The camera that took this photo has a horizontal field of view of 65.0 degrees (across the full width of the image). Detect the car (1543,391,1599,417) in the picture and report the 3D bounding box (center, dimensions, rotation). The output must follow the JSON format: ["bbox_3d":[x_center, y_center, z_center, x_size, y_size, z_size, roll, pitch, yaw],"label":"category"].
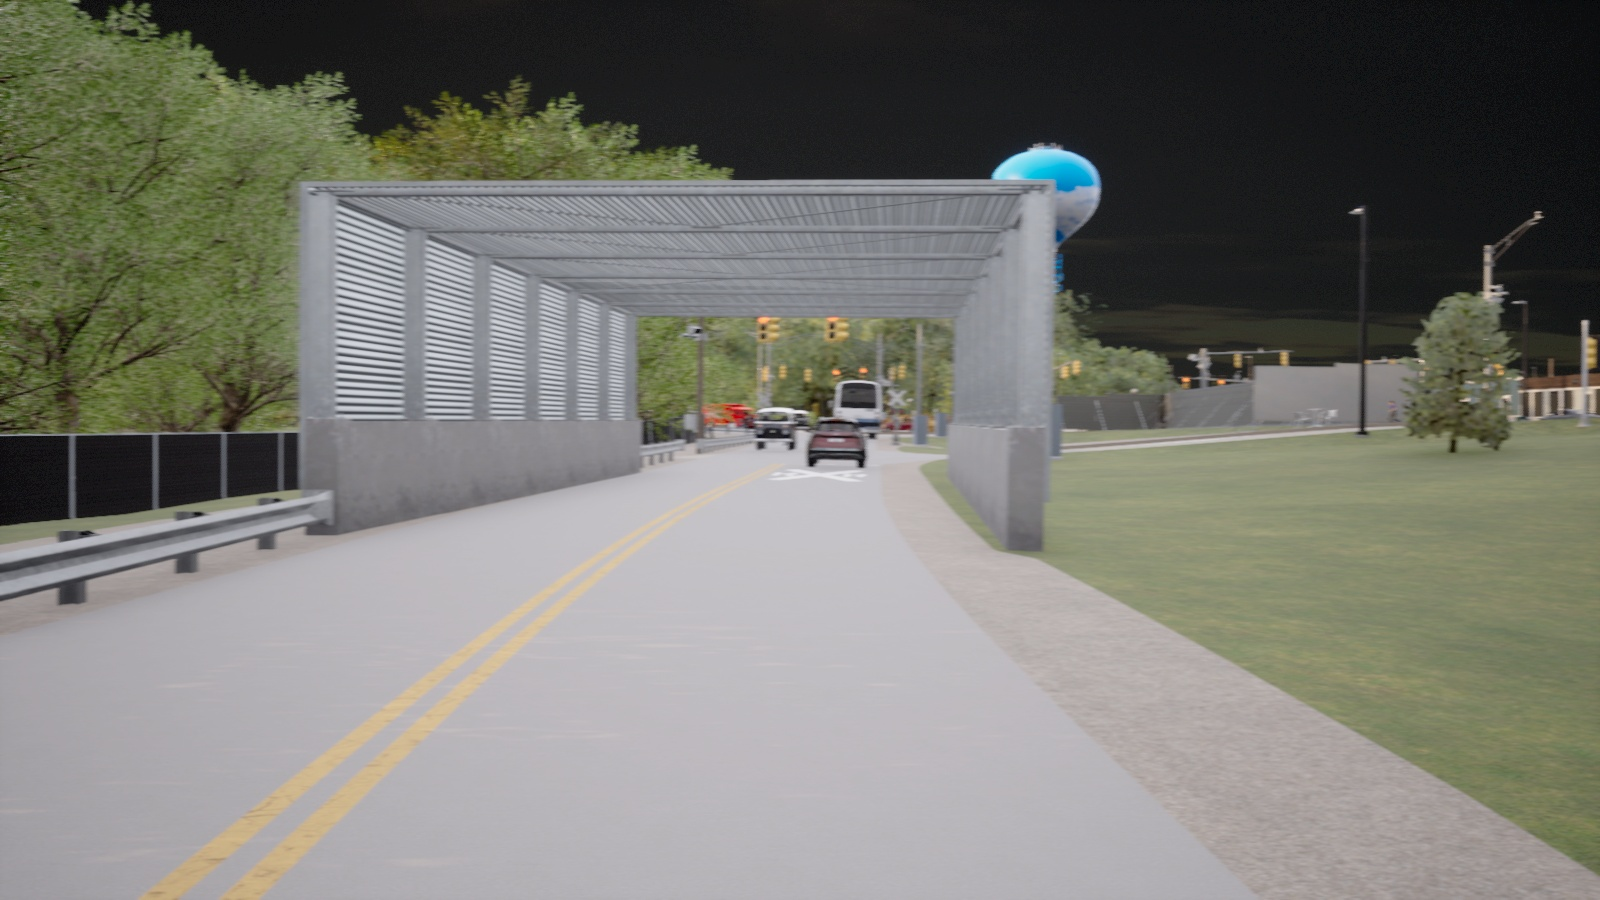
[{"bbox_3d":[45.937,-2.710,73.685,1.994,1.385,4.181,0,0,-3],"label":"car"}]

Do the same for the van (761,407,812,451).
[{"bbox_3d":[-0.612,-1.024,60.656,2.069,2.038,4.480,-1,2,4],"label":"van"}]

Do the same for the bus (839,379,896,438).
[{"bbox_3d":[4.992,-3.125,95.157,3.944,4.253,10.273,0,2,1],"label":"bus"}]

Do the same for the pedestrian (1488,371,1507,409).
[{"bbox_3d":[33.718,-2.903,60.735,0.706,1.836,0.354,0,0,-6],"label":"pedestrian"}]

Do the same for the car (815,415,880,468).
[{"bbox_3d":[1.600,-0.334,41.515,2.033,1.649,4.856,0,2,3],"label":"car"}]
